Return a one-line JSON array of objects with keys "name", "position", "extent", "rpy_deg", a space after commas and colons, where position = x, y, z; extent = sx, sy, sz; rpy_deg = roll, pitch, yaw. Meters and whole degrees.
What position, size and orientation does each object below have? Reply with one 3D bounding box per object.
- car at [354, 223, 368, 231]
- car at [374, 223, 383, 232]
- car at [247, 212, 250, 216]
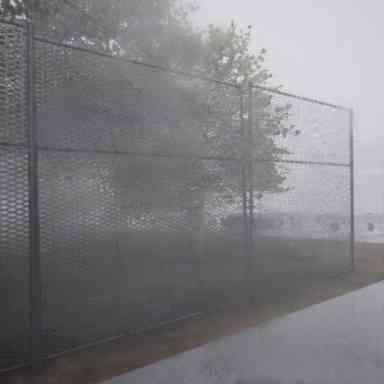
[{"name": "car", "position": [21.155, 3.891, 40.697], "extent": [2.163, 1.488, 4.792], "rpy_deg": [-1, 0, 36]}, {"name": "car", "position": [22.795, 3.863, 38.226], "extent": [2.097, 1.535, 5.008], "rpy_deg": [0, 1, 36]}, {"name": "car", "position": [4.134, 2.030, 23.085], "extent": [1.895, 1.301, 4.718], "rpy_deg": [-2, -3, -34]}]
